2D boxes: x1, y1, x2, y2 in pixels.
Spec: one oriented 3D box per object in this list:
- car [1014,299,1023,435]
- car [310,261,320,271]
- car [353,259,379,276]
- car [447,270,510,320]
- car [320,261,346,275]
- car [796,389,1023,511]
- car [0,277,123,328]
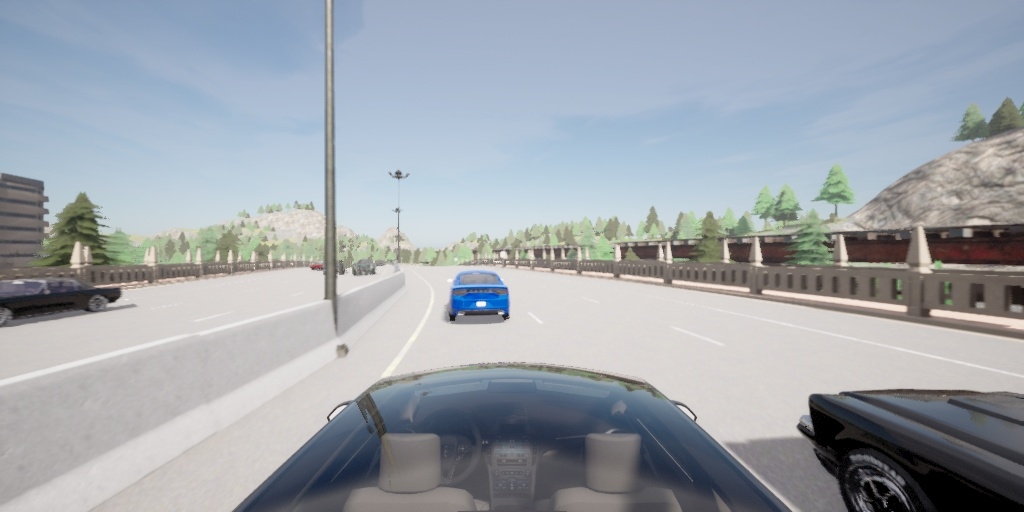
[{"bbox_3d":[6.856,1.236,1.660,2.128,1.511,4.902,0,0,-2],"label":"car"},{"bbox_3d":[-27.145,1.427,50.855,1.895,1.301,4.718,0,0,-18],"label":"car"},{"bbox_3d":[-15.810,1.143,38.640,2.097,1.767,4.553,0,0,-18],"label":"car"},{"bbox_3d":[-1.260,1.229,12.750,1.882,1.535,5.008,0,0,-9],"label":"car"},{"bbox_3d":[-20.345,1.311,41.258,1.837,1.490,4.892,0,0,-18],"label":"car"},{"bbox_3d":[3.429,1.349,0.925,1.895,1.301,4.718,0,0,-2],"label":"car"},{"bbox_3d":[-15.326,1.379,11.242,1.895,1.301,4.718,0,0,-10],"label":"car"}]
